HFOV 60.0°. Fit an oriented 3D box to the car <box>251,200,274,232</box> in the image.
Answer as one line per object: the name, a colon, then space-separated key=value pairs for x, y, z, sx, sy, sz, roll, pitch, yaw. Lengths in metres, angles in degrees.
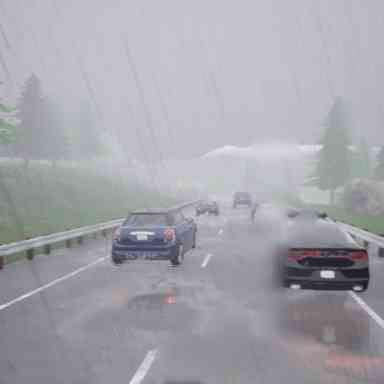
car: x=4.484 y=1.399 z=18.808 sx=1.812 sy=1.442 sz=4.674 roll=-1 pitch=0 yaw=8

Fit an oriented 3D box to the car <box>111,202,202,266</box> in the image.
car: x=-1.103 y=1.334 z=11.740 sx=2.097 sy=1.767 sz=4.553 roll=-1 pitch=0 yaw=9

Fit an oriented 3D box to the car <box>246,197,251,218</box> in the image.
car: x=5.291 y=1.347 z=24.829 sx=1.837 sy=1.490 sz=4.892 roll=-1 pitch=0 yaw=7

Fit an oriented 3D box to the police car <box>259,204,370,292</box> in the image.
police car: x=2.991 y=1.351 z=8.904 sx=1.930 sy=1.638 sz=5.238 roll=-1 pitch=0 yaw=9

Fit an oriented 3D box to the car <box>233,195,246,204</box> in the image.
car: x=8.017 y=1.252 z=56.452 sx=2.033 sy=1.411 sz=5.357 roll=-1 pitch=0 yaw=7

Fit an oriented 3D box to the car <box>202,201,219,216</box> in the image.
car: x=1.541 y=1.484 z=30.905 sx=1.895 sy=1.301 sz=4.718 roll=-1 pitch=0 yaw=7

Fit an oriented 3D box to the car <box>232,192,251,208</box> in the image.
car: x=6.417 y=0.992 z=43.013 sx=2.150 sy=2.045 sz=5.566 roll=-1 pitch=0 yaw=7
